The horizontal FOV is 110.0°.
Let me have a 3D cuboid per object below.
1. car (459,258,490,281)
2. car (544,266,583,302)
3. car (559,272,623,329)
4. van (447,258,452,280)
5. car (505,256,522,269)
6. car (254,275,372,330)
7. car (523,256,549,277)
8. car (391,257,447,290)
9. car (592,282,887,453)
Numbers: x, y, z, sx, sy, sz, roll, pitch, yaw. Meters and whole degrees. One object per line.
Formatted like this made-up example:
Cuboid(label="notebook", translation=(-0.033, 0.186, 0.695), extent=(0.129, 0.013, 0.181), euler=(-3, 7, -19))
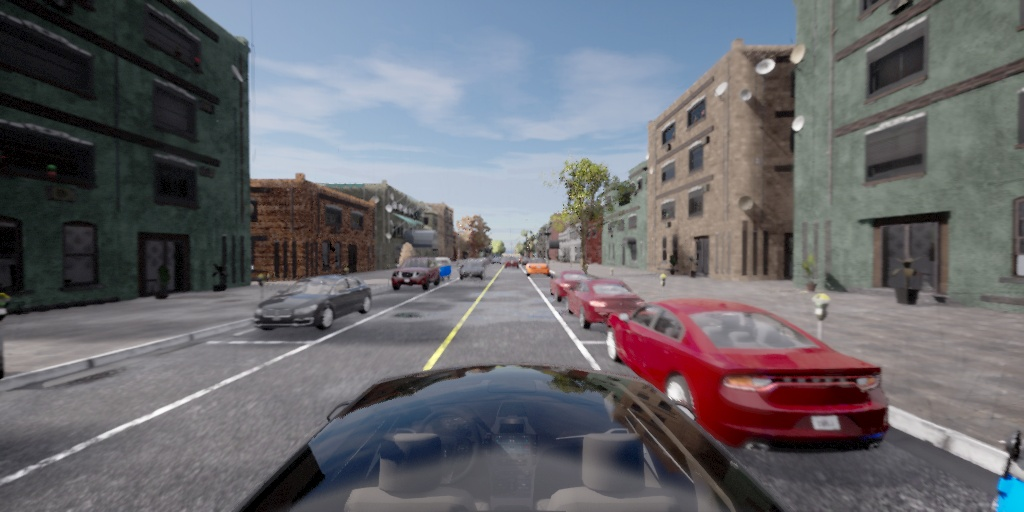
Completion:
Cuboid(label="car", translation=(-3.099, 1.169, 29.182), extent=(1.837, 1.490, 4.892), euler=(0, 0, 0))
Cuboid(label="car", translation=(2.691, 1.287, 16.400), extent=(1.802, 1.307, 4.207), euler=(0, 0, 0))
Cuboid(label="car", translation=(2.692, 1.304, 10.852), extent=(1.802, 1.307, 4.207), euler=(0, 0, 0))
Cuboid(label="van", translation=(-5.692, 1.010, 27.493), extent=(1.690, 1.789, 3.998), euler=(0, 0, 0))
Cuboid(label="car", translation=(-0.009, 0.940, 53.070), extent=(2.097, 1.767, 4.553), euler=(0, 0, 0))
Cuboid(label="car", translation=(-5.688, 1.271, 10.848), extent=(2.007, 1.370, 4.403), euler=(0, 0, 0))
Cuboid(label="car", translation=(2.381, 1.001, 34.292), extent=(2.097, 1.767, 4.553), euler=(0, 0, 0))
Cuboid(label="car", translation=(-5.691, 1.001, 21.945), extent=(2.192, 1.841, 5.009), euler=(0, 0, 0))
Cuboid(label="car", translation=(2.693, 1.284, 5.304), extent=(1.888, 1.381, 4.507), euler=(0, 0, 0))
